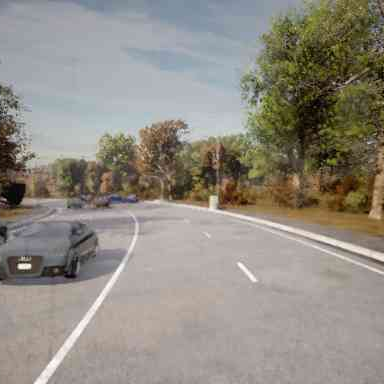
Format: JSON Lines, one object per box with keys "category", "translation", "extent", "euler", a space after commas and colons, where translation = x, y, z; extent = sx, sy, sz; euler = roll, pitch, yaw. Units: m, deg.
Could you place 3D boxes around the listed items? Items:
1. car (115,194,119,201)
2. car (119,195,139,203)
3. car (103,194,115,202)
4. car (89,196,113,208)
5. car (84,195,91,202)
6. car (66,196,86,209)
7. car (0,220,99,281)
{"category": "car", "translation": [-15.832, 1.189, 67.481], "extent": [1.882, 1.535, 5.008], "euler": [-3, 1, -34]}
{"category": "car", "translation": [-10.833, 1.210, 58.844], "extent": [1.812, 1.442, 4.674], "euler": [-2, 1, -29]}
{"category": "car", "translation": [-16.347, 1.363, 61.584], "extent": [1.812, 1.442, 4.674], "euler": [-3, 1, -32]}
{"category": "car", "translation": [-13.057, 1.574, 47.350], "extent": [1.895, 1.301, 4.718], "euler": [-2, 1, -23]}
{"category": "car", "translation": [-22.587, 1.447, 71.238], "extent": [2.128, 1.511, 4.902], "euler": [-3, 1, -37]}
{"category": "car", "translation": [-16.285, 1.589, 45.992], "extent": [1.837, 1.490, 4.892], "euler": [-2, 0, -23]}
{"category": "car", "translation": [-4.057, 1.539, 9.768], "extent": [1.994, 1.385, 4.181], "euler": [-1, 0, -4]}
